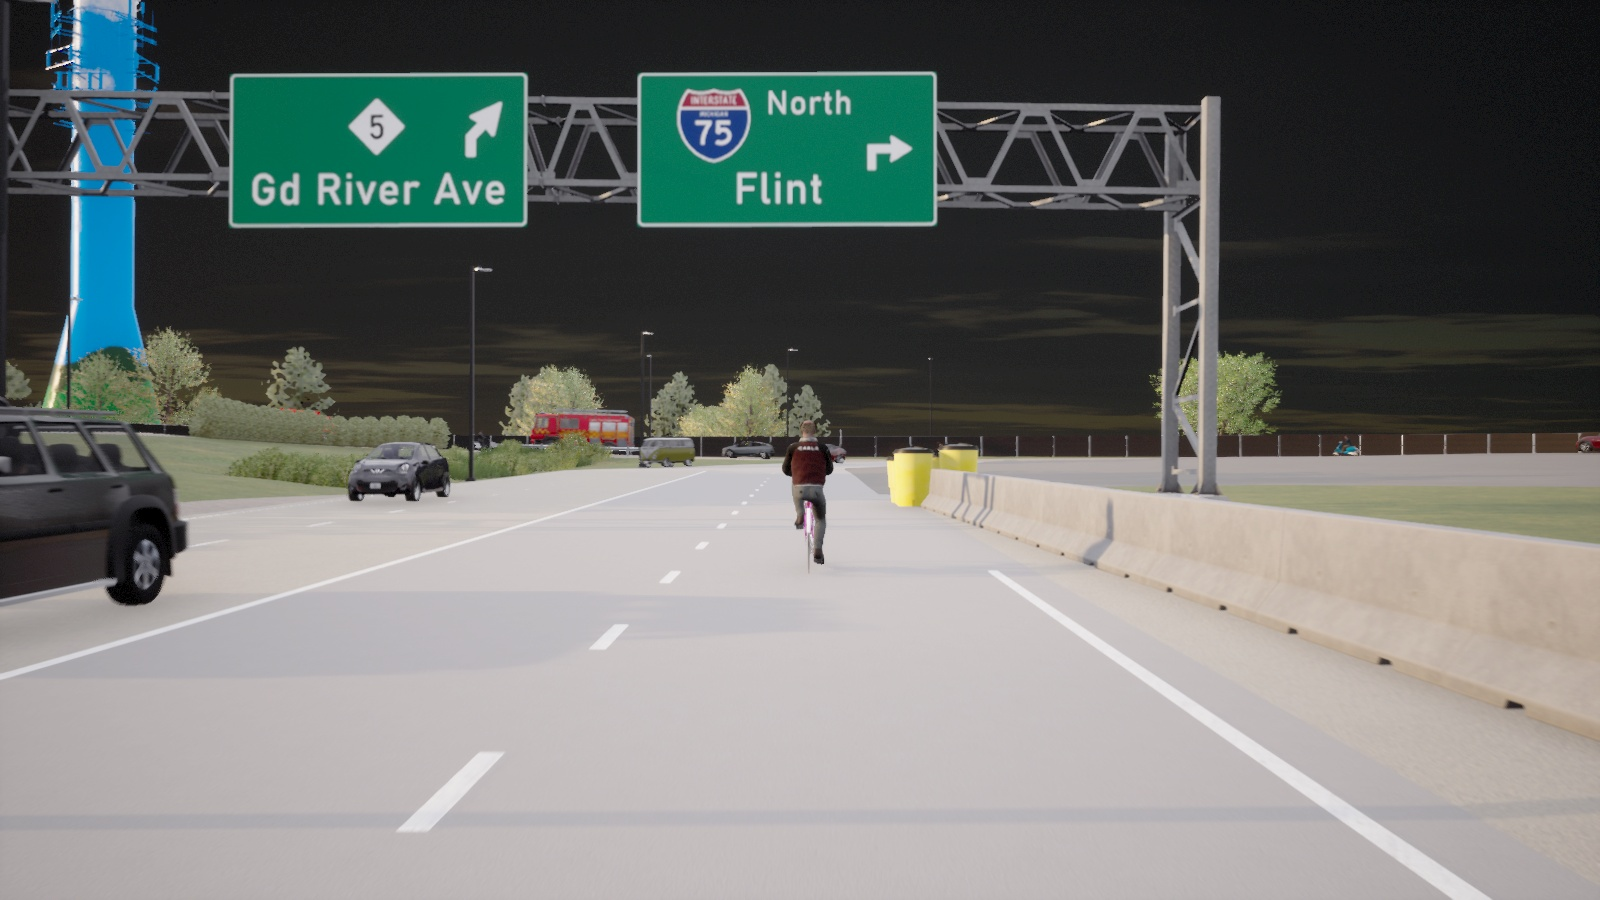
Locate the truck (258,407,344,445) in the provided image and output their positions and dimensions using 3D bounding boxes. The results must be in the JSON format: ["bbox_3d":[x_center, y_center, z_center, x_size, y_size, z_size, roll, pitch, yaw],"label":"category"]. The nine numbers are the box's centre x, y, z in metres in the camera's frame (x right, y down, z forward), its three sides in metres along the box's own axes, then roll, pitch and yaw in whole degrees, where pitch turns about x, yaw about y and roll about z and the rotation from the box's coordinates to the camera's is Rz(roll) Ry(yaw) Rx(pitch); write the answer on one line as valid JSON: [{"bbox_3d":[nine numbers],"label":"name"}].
[{"bbox_3d":[-35.891,-1.669,90.501,2.627,2.467,5.204,0,-2,28],"label":"truck"}]

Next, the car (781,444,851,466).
[{"bbox_3d":[1.140,0.317,90.028,4.792,1.488,2.163,-1,1,-41],"label":"car"}]

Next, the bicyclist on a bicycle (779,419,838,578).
[{"bbox_3d":[0.101,0.533,14.941,0.659,1.776,1.843,0,1,0],"label":"bicyclist on a bicycle"}]

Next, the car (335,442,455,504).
[{"bbox_3d":[-10.290,0.552,32.175,1.845,1.501,3.633,0,0,1],"label":"car"}]

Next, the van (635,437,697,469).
[{"bbox_3d":[-8.780,0.170,82.753,1.775,1.987,4.442,-2,0,30],"label":"van"}]

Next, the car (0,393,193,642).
[{"bbox_3d":[-6.926,0.497,10.009,1.932,1.855,4.605,0,0,0],"label":"car"}]
